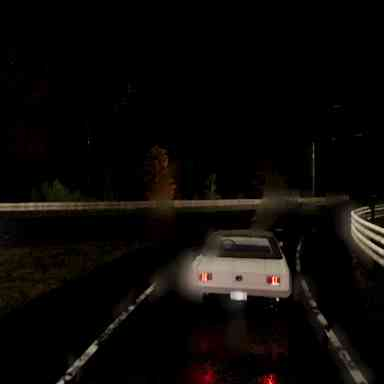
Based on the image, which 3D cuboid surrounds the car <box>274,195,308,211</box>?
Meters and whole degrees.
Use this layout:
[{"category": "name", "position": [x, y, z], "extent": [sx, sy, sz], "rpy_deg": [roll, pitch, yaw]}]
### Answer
[{"category": "car", "position": [11.725, 1.446, 39.207], "extent": [4.902, 1.511, 2.128], "rpy_deg": [0, 0, -40]}]

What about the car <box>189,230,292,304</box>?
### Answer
[{"category": "car", "position": [1.287, 1.593, 8.204], "extent": [1.895, 1.301, 4.718], "rpy_deg": [0, 0, 11]}]

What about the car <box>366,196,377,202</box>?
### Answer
[{"category": "car", "position": [38.444, 1.481, 71.047], "extent": [1.994, 1.385, 4.181], "rpy_deg": [0, 0, 27]}]
